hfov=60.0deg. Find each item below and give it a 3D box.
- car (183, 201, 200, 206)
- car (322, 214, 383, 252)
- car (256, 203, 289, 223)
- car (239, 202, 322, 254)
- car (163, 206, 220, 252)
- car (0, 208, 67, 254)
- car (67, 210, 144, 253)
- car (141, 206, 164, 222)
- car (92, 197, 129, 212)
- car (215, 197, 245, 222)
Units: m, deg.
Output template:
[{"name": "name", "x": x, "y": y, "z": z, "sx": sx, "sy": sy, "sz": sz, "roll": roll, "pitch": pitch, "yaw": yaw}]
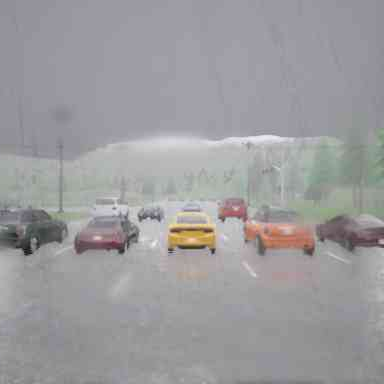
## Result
[{"name": "car", "x": -0.010, "y": 1.802, "z": 29.472, "sx": 1.812, "sy": 1.442, "sz": 4.674, "roll": 0, "pitch": 0, "yaw": 0}, {"name": "car", "x": 6.996, "y": 1.662, "z": 14.471, "sx": 1.812, "sy": 1.442, "sz": 4.674, "roll": 0, "pitch": 0, "yaw": 0}, {"name": "car", "x": 6.990, "y": 1.802, "z": 29.482, "sx": 1.812, "sy": 1.442, "sz": 4.674, "roll": 0, "pitch": 0, "yaw": 0}, {"name": "car", "x": 3.494, "y": 1.483, "z": 14.172, "sx": 2.097, "sy": 1.767, "sz": 4.553, "roll": 0, "pitch": -1, "yaw": 0}, {"name": "car", "x": -0.003, "y": 1.615, "z": 14.570, "sx": 1.882, "sy": 1.535, "sz": 5.008, "roll": 0, "pitch": 0, "yaw": 0}, {"name": "car", "x": -7.006, "y": 1.483, "z": 14.167, "sx": 2.097, "sy": 1.767, "sz": 4.553, "roll": 0, "pitch": -1, "yaw": 0}, {"name": "car", "x": -3.507, "y": 1.699, "z": 14.346, "sx": 1.994, "sy": 1.385, "sz": 4.181, "roll": 0, "pitch": -1, "yaw": 0}, {"name": "car", "x": -3.513, "y": 1.874, "z": 29.188, "sx": 1.895, "sy": 1.301, "sz": 4.718, "roll": 0, "pitch": 0, "yaw": 0}, {"name": "car", "x": -7.014, "y": 1.489, "z": 29.095, "sx": 2.150, "sy": 2.045, "sz": 5.566, "roll": 0, "pitch": 0, "yaw": 0}, {"name": "car", "x": 3.487, "y": 1.489, "z": 29.095, "sx": 2.150, "sy": 2.045, "sz": 5.566, "roll": 0, "pitch": 0, "yaw": 0}]
